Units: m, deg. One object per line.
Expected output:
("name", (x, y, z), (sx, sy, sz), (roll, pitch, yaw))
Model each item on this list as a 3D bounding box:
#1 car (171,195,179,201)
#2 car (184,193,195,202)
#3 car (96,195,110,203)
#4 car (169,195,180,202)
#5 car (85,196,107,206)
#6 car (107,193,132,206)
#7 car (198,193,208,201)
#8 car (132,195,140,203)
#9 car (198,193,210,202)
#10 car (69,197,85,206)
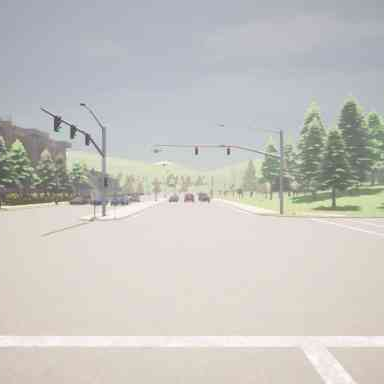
("car", (-4.251, 1.488, 83.517), (1.812, 1.442, 4.674), (0, 0, -1))
("car", (-0.589, 1.225, 73.019), (2.150, 2.045, 5.566), (0, 0, -1))
("car", (-19.067, 1.478, 71.394), (1.882, 1.535, 5.008), (0, 0, -1))
("car", (-4.087, 1.541, 72.899), (2.033, 1.411, 5.357), (0, 0, -1))
("car", (-15.396, 1.478, 54.632), (1.882, 1.535, 5.008), (0, 0, -1))
("car", (-11.900, 1.221, 54.643), (2.150, 2.045, 5.566), (0, 0, -1))
("car", (2.748, 1.194, 83.666), (2.150, 2.045, 5.566), (0, 0, -1))
("car", (-12.048, 1.500, 70.243), (1.837, 1.490, 4.892), (0, 0, -1))
("car", (2.905, 1.501, 73.442), (1.837, 1.490, 4.892), (0, 0, -1))
("car", (-18.910, 1.547, 55.910), (2.033, 1.411, 5.357), (0, 0, -1))
